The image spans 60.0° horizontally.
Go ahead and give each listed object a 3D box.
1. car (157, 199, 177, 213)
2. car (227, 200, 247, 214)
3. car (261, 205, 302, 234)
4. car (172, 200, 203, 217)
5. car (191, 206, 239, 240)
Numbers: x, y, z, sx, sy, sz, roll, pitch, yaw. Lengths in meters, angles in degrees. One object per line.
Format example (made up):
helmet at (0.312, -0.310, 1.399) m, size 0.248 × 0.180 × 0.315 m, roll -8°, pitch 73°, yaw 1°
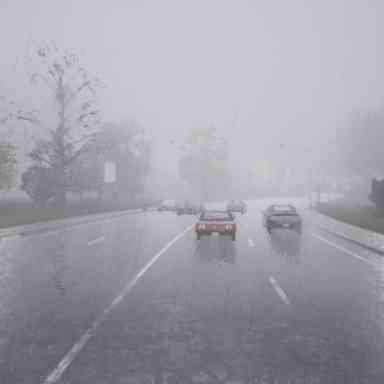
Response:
car at (-2.312, 1.501, 36.431) m, size 1.812 × 1.442 × 4.674 m, roll 0°, pitch 0°, yaw 14°
car at (4.755, 1.554, 35.217) m, size 2.033 × 1.411 × 5.357 m, roll 0°, pitch 0°, yaw 14°
car at (5.208, 1.504, 19.566) m, size 2.128 × 1.511 × 4.902 m, roll 0°, pitch 0°, yaw 8°
car at (-0.061, 1.589, 30.876) m, size 1.895 × 1.301 × 4.718 m, roll 0°, pitch 0°, yaw 13°
car at (1.316, 1.600, 17.125) m, size 1.895 × 1.301 × 4.718 m, roll 0°, pitch 0°, yaw 7°
